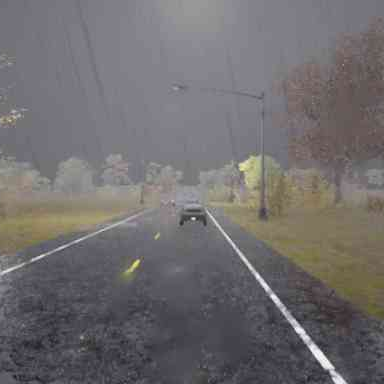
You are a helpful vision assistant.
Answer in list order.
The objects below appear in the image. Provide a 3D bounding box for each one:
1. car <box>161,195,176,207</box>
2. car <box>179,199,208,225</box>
[{"bbox_3d":[-3.535,1.339,50.508,2.097,1.767,4.553,0,0,0],"label":"car"},{"bbox_3d":[0.096,1.503,24.357,1.837,1.490,4.892,0,0,0],"label":"car"}]
